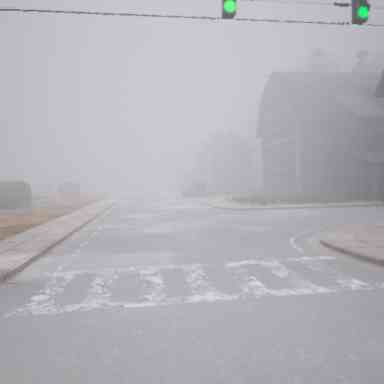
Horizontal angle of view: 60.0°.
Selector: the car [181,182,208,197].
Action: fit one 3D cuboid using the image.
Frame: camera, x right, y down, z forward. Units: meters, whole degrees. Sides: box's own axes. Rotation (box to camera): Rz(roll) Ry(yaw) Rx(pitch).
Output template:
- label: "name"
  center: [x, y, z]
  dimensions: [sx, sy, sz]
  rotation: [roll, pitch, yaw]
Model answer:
- label: "car"
  center: [0.366, -0.357, 48.126]
  dimensions: [3.866, 1.878, 1.905]
  rotation: [-2, 6, 40]
